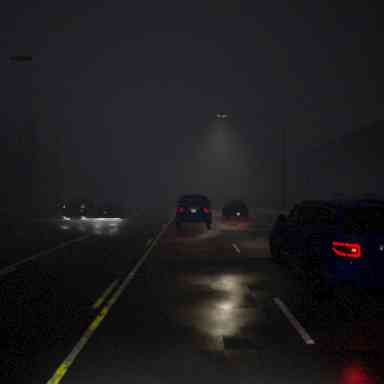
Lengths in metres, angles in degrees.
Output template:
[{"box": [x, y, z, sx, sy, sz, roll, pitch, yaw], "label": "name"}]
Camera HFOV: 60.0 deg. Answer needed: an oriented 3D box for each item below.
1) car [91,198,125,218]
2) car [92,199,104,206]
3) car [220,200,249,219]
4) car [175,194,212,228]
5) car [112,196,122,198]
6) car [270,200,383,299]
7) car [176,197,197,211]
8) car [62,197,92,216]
[{"box": [-7.221, 1.494, 29.605, 1.994, 1.385, 4.181, 0, 0, -1], "label": "car"}, {"box": [-20.249, 2.205, 71.485, 1.837, 1.490, 4.892, 0, -2, -23], "label": "car"}, {"box": [3.568, 1.438, 28.167, 1.837, 1.490, 4.892, 0, 0, 0], "label": "car"}, {"box": [0.097, 1.170, 21.725, 2.150, 2.045, 5.566, 0, 0, 0], "label": "car"}, {"box": [-15.741, 1.898, 70.081, 2.150, 2.045, 5.566, 0, -2, -23], "label": "car"}, {"box": [3.599, 1.201, 8.500, 2.150, 2.045, 5.566, 0, 0, 0], "label": "car"}, {"box": [-0.735, 1.416, 41.103, 2.128, 1.511, 4.902, 0, 0, -6], "label": "car"}, {"box": [-10.780, 1.270, 31.956, 2.097, 1.767, 4.553, 0, 0, -3], "label": "car"}]
